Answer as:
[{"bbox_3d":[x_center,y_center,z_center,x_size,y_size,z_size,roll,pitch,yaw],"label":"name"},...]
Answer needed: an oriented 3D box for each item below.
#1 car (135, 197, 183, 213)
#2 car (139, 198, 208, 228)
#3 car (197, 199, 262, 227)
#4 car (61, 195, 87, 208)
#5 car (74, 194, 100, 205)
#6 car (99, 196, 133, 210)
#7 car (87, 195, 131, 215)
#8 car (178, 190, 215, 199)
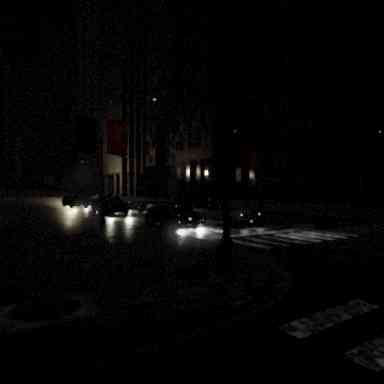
[{"bbox_3d":[-3.107,1.241,28.556,1.895,1.301,4.718,0,1,-35],"label":"car"},{"bbox_3d":[-1.247,1.302,20.224,1.994,1.385,4.181,0,1,-35],"label":"car"},{"bbox_3d":[2.161,1.359,21.050,1.895,1.301,4.718,0,1,-36],"label":"car"},{"bbox_3d":[-13.161,1.019,37.268,2.033,1.411,5.357,0,1,-35],"label":"car"},{"bbox_3d":[-13.980,0.999,44.160,1.895,1.301,4.718,0,1,-35],"label":"car"},{"bbox_3d":[-8.323,1.125,36.026,1.895,1.301,4.718,0,1,-35],"label":"car"},{"bbox_3d":[-7.096,1.084,28.590,1.882,1.535,5.008,0,1,-35],"label":"car"},{"bbox_3d":[0.224,0.822,35.502,2.150,2.045,5.566,0,1,-35],"label":"car"}]
